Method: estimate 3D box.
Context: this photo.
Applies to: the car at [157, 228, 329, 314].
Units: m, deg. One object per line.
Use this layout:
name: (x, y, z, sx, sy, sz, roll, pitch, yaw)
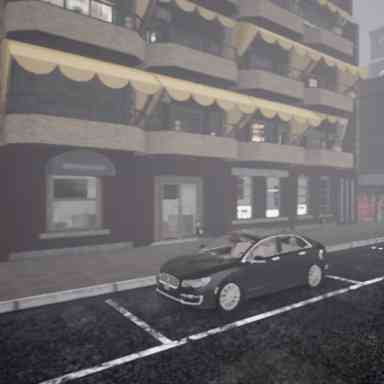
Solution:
car: (1.311, 1.543, 7.496, 4.403, 1.369, 2.008, 0, 0, -36)
